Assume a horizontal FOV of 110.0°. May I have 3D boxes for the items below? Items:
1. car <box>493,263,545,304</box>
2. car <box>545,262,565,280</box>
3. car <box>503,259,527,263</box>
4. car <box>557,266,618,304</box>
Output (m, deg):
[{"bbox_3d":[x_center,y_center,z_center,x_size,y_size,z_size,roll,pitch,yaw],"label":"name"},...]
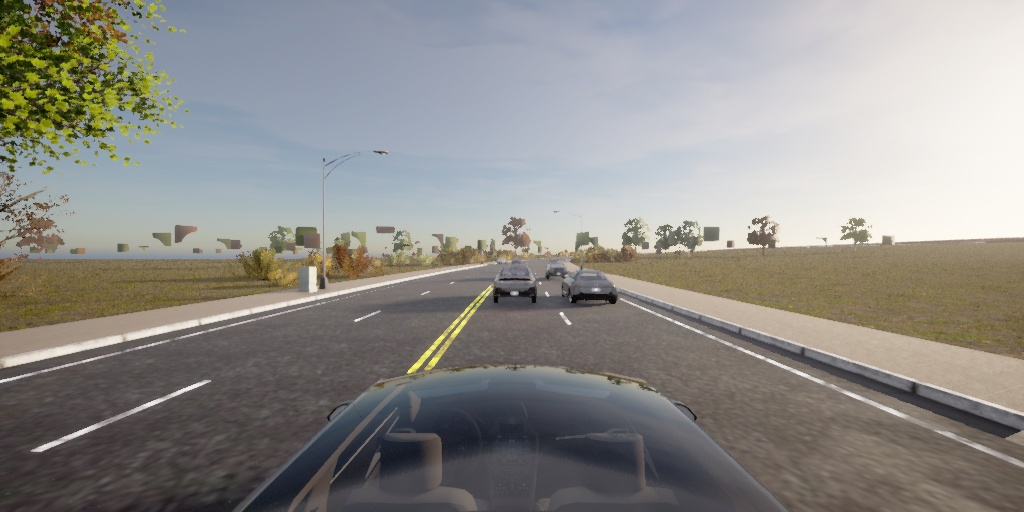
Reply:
[{"bbox_3d":[0.157,1.243,16.439,2.128,1.511,4.902,0,0,1],"label":"car"},{"bbox_3d":[3.878,1.272,31.259,1.812,1.442,4.674,0,0,2],"label":"car"},{"bbox_3d":[0.630,1.235,31.397,2.128,1.511,4.902,0,0,2],"label":"car"},{"bbox_3d":[3.406,1.321,16.371,1.994,1.385,4.181,0,0,1],"label":"car"}]
